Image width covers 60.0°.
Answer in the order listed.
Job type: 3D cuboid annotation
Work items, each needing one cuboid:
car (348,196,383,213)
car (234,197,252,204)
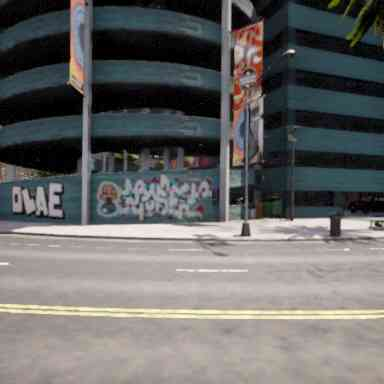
[{"bbox_3d":[21.223,1.443,39.354,5.566,2.045,2.435,1,0,-20],"label":"car"},{"bbox_3d":[10.792,1.812,67.591,4.786,1.482,2.161,1,0,-20],"label":"car"}]
